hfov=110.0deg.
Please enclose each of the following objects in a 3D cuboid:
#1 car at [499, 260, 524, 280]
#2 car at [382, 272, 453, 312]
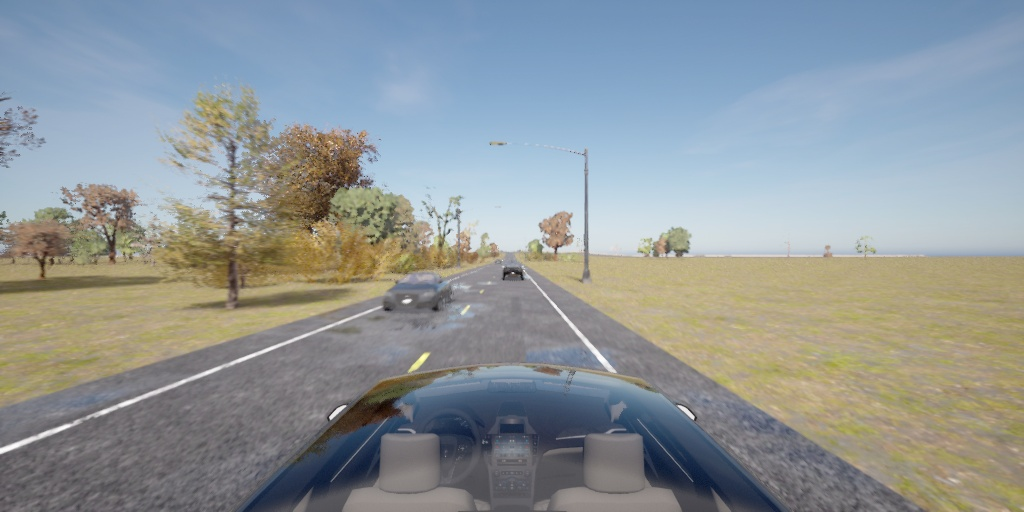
[{"bbox_3d":[0.086,1.320,33.121,1.882,1.535,5.008,0,0,0],"label":"car"},{"bbox_3d":[-3.597,1.353,14.285,1.994,1.385,4.181,0,0,0],"label":"car"}]
